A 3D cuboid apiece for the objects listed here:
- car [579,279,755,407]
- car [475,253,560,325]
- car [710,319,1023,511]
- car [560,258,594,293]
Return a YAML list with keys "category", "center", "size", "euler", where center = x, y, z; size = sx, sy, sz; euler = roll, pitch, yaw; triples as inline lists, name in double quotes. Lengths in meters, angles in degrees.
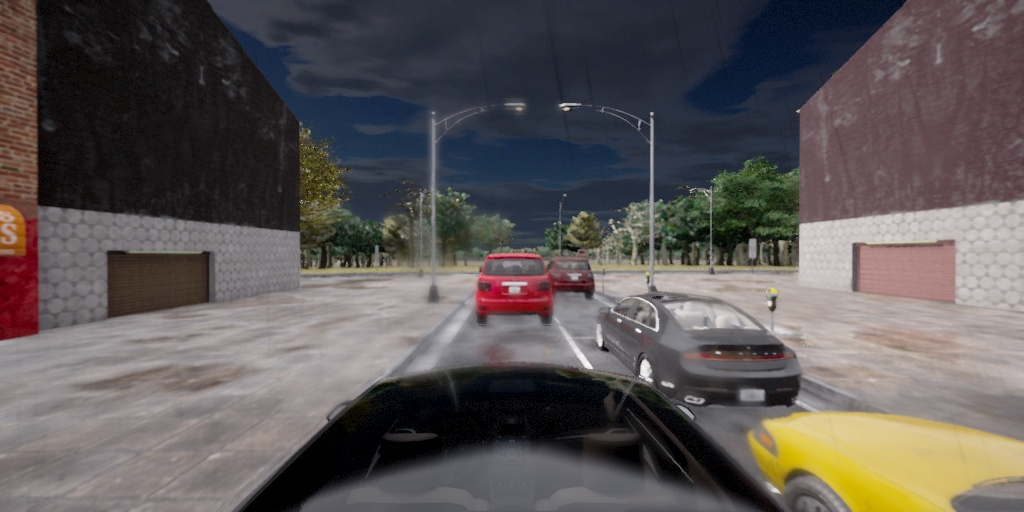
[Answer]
- category: "car"
  center: [2.623, 1.279, 6.108]
  size: [2.007, 1.370, 4.403]
  euler: [0, 0, 0]
- category: "car"
  center: [0.065, 0.926, 11.794]
  size: [2.150, 2.045, 5.566]
  euler: [0, 1, 0]
- category: "car"
  center: [2.644, 1.281, 0.734]
  size: [1.751, 1.417, 4.829]
  euler: [0, 0, 0]
- category: "car"
  center: [2.580, 0.991, 17.199]
  size: [2.192, 1.841, 5.009]
  euler: [0, 0, 0]
